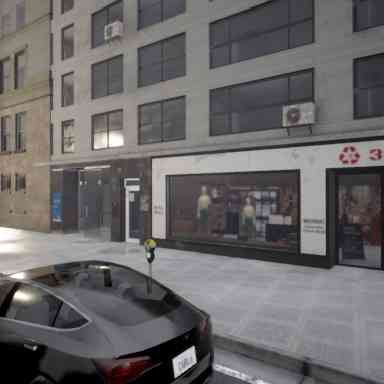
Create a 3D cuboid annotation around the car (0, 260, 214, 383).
[{"bbox_3d":[-1.755,1.566,4.218,4.313,1.339,1.947,0,0,36],"label":"car"}]
